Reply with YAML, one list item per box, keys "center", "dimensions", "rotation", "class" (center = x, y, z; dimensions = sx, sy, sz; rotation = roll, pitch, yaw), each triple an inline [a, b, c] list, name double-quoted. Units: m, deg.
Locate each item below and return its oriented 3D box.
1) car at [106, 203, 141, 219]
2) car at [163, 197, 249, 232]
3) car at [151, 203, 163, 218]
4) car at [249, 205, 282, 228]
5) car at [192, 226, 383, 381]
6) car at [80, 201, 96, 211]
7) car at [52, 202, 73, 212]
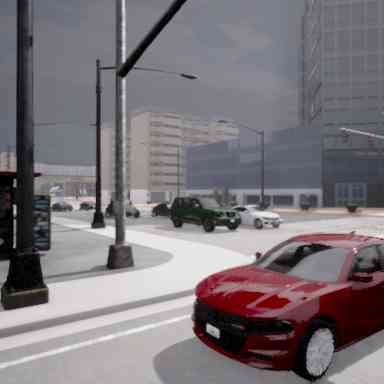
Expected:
- center: [-6.561, 1.767, 31.297]
  dimensions: [1.837, 1.490, 4.892]
  rotation: [0, -1, -36]
  class: "car"
- center: [0.693, 1.326, 21.304]
  dimensions: [2.150, 2.045, 5.566]
  rotation: [0, -1, -36]
  class: "car"
- center: [-2.121, 1.746, 31.195]
  dimensions: [1.812, 1.442, 4.674]
  rotation: [0, -1, -37]
  class: "car"
- center: [3.960, 1.623, 22.735]
  dimensions: [1.812, 1.442, 4.674]
  rotation: [0, -1, -35]
  class: "car"
- center: [2.297, 1.478, 5.637]
  dimensions: [5.008, 1.535, 1.882]
  rotation: [0, 0, -36]
  class: "car"
- center: [-15.109, 2.037, 49.154]
  dimensions: [2.128, 1.511, 4.902]
  rotation: [0, -1, -36]
  class: "car"
- center: [-18.880, 2.118, 48.419]
  dimensions: [2.033, 1.411, 5.357]
  rotation: [0, -1, -36]
  class: "car"
